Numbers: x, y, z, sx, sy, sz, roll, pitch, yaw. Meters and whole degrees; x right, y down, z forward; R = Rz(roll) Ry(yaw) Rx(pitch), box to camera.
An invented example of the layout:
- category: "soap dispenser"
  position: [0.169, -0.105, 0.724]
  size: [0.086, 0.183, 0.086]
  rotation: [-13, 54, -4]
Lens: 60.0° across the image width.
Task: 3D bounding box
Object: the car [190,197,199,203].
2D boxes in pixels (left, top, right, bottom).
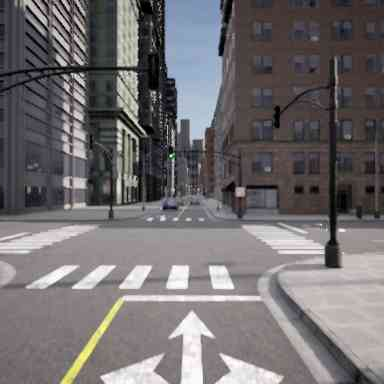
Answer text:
- category: "car"
  position: [0.669, 1.842, 77.725]
  size: [2.033, 1.411, 5.357]
  rotation: [0, 0, 1]

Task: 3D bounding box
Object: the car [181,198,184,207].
- category: "car"
  position: [-2.596, 1.706, 59.953]
  size: [2.097, 1.767, 4.553]
  rotation: [0, 0, 1]

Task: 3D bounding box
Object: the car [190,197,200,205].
- category: "car"
  position: [0.545, 1.957, 67.721]
  size: [1.994, 1.385, 4.181]
  rotation: [0, 0, 1]

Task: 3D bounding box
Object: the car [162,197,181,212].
- category: "car"
  position: [-2.839, 1.738, 43.765]
  size: [1.882, 1.535, 5.008]
  rotation: [0, 0, 1]
